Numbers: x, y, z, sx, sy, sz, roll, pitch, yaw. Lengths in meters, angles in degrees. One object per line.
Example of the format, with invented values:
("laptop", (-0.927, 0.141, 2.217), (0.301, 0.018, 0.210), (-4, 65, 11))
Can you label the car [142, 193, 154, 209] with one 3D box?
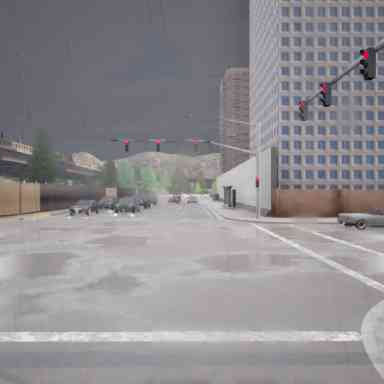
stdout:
("car", (-7.091, 1.221, 46.175), (2.150, 2.045, 5.566), (0, 0, 0))

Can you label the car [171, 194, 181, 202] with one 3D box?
("car", (-3.511, 1.305, 74.425), (1.882, 1.535, 5.008), (0, 0, 0))

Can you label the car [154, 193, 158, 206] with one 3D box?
("car", (-7.073, 1.221, 56.904), (2.150, 2.045, 5.566), (0, 0, 0))

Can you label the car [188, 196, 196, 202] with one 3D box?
("car", (-0.010, 1.595, 74.805), (1.895, 1.301, 4.718), (0, 0, 0))

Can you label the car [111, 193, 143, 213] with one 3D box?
("car", (-7.093, 1.352, 36.739), (2.097, 1.767, 4.553), (0, 0, 0))

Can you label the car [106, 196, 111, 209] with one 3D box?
("car", (-10.598, 1.352, 42.087), (2.097, 1.767, 4.553), (0, 0, 0))

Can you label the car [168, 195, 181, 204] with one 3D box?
("car", (-3.510, 1.601, 64.232), (1.895, 1.301, 4.718), (0, 0, 0))

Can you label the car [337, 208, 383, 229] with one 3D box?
("car", (11.850, 1.656, 21.142), (4.718, 1.301, 1.895), (0, 0, 0))

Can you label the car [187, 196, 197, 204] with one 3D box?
("car", (0.086, 1.601, 64.563), (1.895, 1.301, 4.718), (0, 0, 0))

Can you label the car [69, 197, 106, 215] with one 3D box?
("car", (-10.608, 1.492, 33.191), (2.128, 1.511, 4.902), (0, 0, 1))

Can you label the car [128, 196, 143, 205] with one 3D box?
("car", (-10.568, 1.478, 62.100), (1.882, 1.535, 5.008), (0, 0, 0))

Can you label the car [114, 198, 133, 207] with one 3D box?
("car", (-10.595, 1.601, 51.881), (1.895, 1.301, 4.718), (0, 0, 0))
